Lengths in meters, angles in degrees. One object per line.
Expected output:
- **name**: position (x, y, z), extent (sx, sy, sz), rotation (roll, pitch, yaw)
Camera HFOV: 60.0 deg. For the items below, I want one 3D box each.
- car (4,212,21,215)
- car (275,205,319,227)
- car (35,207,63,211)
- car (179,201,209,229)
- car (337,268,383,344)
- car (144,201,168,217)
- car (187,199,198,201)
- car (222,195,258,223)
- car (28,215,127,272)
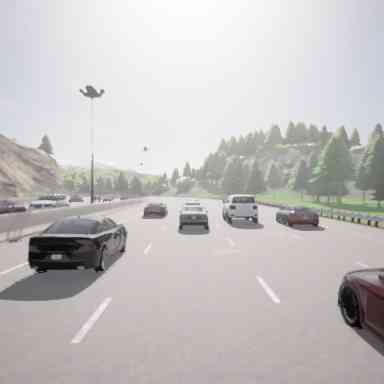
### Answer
- **car**: position (-17.585, 1.570, 31.644), extent (1.994, 1.385, 4.181), rotation (0, 0, 0)
- **car**: position (7.106, 1.568, 22.829), extent (1.994, 1.385, 4.181), rotation (0, 0, 0)
- **car**: position (-14.086, 1.225, 33.057), extent (2.150, 2.045, 5.566), rotation (0, 0, 0)
- **car**: position (0.106, 1.551, 21.697), extent (2.033, 1.411, 5.357), rotation (0, 0, 0)
- **car**: position (3.601, 1.565, 4.305), extent (1.994, 1.385, 4.181), rotation (0, 0, 0)
- **car**: position (-3.388, 1.570, 31.639), extent (1.994, 1.385, 4.181), rotation (0, 0, 0)
- **car**: position (0.111, 1.555, 40.890), extent (2.033, 1.411, 5.357), rotation (0, 0, 0)
- **car**: position (3.607, 1.226, 25.514), extent (2.150, 2.045, 5.566), rotation (0, 0, 0)
- **car**: position (-3.397, 1.480, 10.820), extent (1.882, 1.535, 5.008), rotation (0, 0, 0)
